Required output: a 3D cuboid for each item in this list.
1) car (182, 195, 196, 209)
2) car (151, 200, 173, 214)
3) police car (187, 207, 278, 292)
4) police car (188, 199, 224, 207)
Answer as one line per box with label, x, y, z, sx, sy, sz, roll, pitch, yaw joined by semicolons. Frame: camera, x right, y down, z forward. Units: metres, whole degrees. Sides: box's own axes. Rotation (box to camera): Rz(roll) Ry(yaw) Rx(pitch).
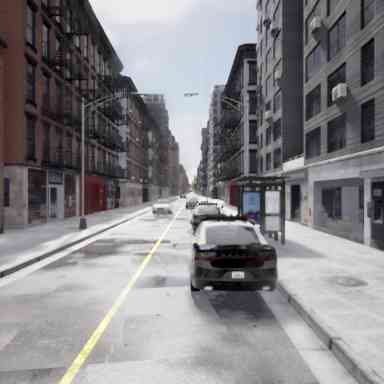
car;0.049;1.558;45.707;2.033;1.411;5.357;0;0;0
car;-3.075;1.535;34.939;1.812;1.442;4.674;0;0;0
police car;0.906;1.426;9.111;1.930;1.638;5.238;0;0;0
police car;0.914;1.429;19.111;1.930;1.638;5.238;0;0;0
